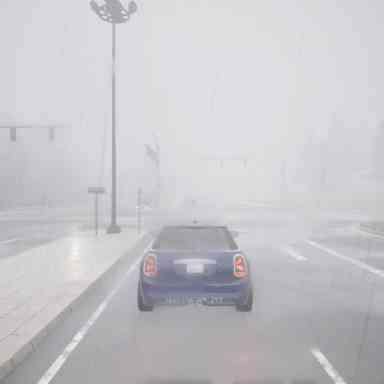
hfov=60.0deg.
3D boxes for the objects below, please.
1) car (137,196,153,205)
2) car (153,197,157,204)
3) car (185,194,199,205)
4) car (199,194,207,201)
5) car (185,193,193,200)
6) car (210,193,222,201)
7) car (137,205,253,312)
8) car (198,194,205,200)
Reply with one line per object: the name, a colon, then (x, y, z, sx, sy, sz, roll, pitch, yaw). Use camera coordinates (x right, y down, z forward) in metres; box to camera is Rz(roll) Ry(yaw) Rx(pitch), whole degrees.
car: (-8.282, 1.505, 57.059, 1.837, 1.490, 4.892, 0, 0, -1)
car: (-8.370, 1.505, 66.268, 1.837, 1.490, 4.892, 0, 0, 0)
car: (-0.161, 1.526, 54.717, 1.812, 1.442, 4.674, 0, 0, -1)
car: (2.852, 1.513, 85.279, 1.812, 1.442, 4.674, 0, 0, -1)
car: (-0.812, 1.189, 95.577, 2.150, 2.045, 5.566, 0, 0, -1)
car: (6.357, 1.215, 85.008, 2.150, 2.045, 5.566, 0, 0, -1)
car: (0.071, 1.352, 7.897, 2.097, 1.767, 4.553, 0, 0, 0)
car: (2.688, 1.442, 95.603, 1.882, 1.535, 5.008, 0, 0, -1)
